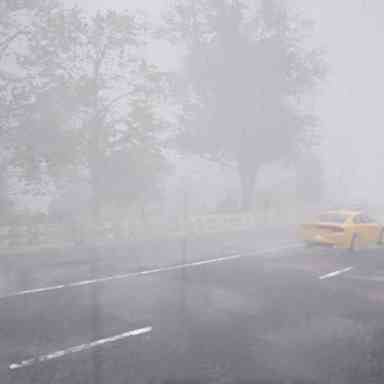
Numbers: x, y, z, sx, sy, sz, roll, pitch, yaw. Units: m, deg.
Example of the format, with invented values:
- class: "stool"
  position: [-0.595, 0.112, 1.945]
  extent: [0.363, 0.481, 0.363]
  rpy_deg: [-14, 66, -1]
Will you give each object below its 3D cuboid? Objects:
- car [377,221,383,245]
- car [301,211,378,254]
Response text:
- class: "car"
  position: [7.688, 1.568, 10.329]
  extent: [4.674, 1.442, 1.812]
  rpy_deg: [0, 0, -42]
- class: "car"
  position: [6.491, 1.538, 13.993]
  extent: [5.008, 1.535, 1.882]
  rpy_deg: [0, 0, -43]
